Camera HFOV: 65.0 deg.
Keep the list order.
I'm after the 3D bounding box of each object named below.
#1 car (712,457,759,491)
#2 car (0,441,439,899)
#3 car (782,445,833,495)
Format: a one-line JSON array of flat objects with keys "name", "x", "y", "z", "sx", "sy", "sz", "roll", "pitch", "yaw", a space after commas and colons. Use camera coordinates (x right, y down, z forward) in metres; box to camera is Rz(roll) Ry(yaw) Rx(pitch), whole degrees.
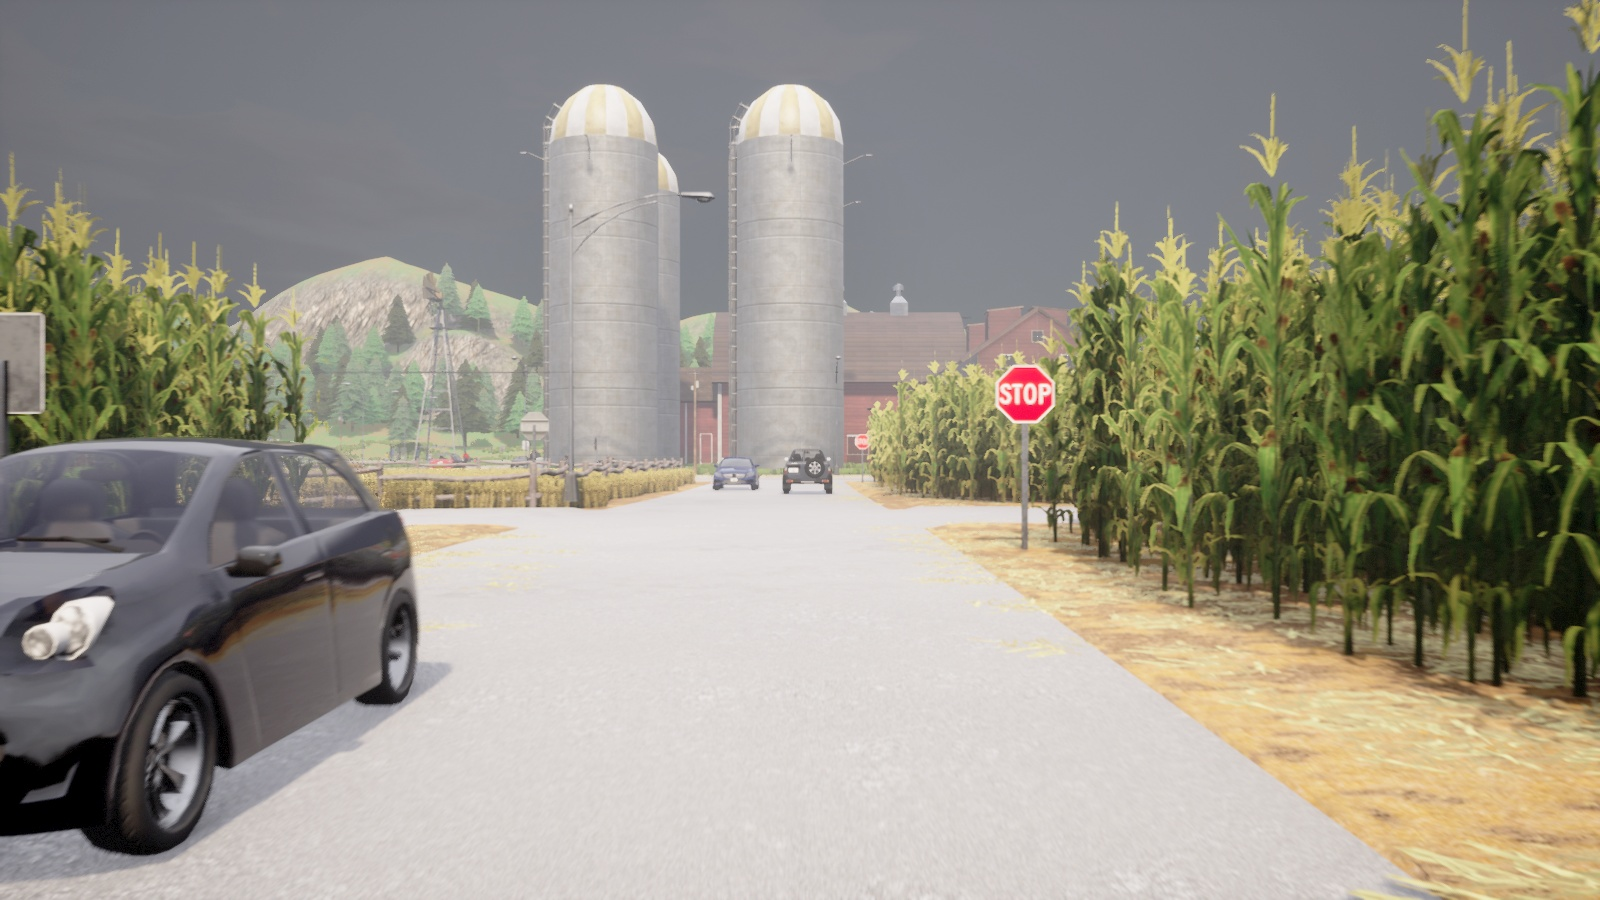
[{"name": "car", "x": -2.772, "y": 1.010, "z": 54.942, "sx": 1.812, "sy": 1.442, "sz": 4.674, "roll": 0, "pitch": 0, "yaw": 0}, {"name": "car", "x": -3.053, "y": 0.717, "z": 5.568, "sx": 1.845, "sy": 1.501, "sz": 3.633, "roll": 0, "pitch": 1, "yaw": 0}, {"name": "car", "x": 0.296, "y": 0.771, "z": 49.460, "sx": 1.932, "sy": 1.855, "sz": 4.605, "roll": 0, "pitch": 0, "yaw": 0}]
